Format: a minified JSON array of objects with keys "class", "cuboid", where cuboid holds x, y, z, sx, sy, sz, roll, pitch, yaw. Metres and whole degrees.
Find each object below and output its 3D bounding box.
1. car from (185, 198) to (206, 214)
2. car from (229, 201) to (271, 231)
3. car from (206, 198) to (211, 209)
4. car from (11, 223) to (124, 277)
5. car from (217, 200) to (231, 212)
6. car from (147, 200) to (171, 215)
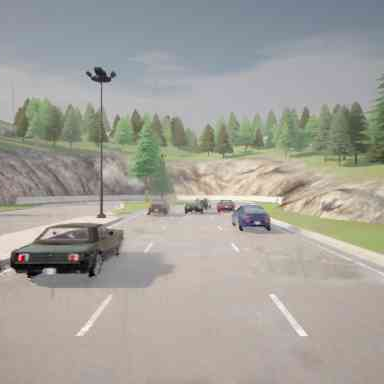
[{"class":"car","cuboid":[0.261,1.601,35.316,1.895,1.301,4.718,0,0,2]},{"class":"car","cuboid":[3.600,1.526,20.586,1.812,1.442,4.674,0,0,0]},{"class":"car","cuboid":[1.388,1.492,44.520,2.128,1.511,4.902,0,0,12]},{"class":"car","cuboid":[-3.400,1.601,10.180,1.895,1.301,4.718,0,0,0]},{"class":"car","cuboid":[3.950,1.564,38.775,1.994,1.385,4.181,0,0,3]},{"class":"car","cuboid":[-3.311,1.526,33.726,1.812,1.442,4.674,0,0,1]}]
